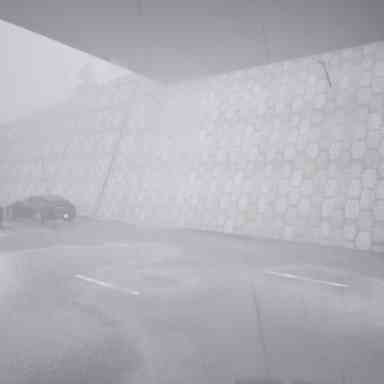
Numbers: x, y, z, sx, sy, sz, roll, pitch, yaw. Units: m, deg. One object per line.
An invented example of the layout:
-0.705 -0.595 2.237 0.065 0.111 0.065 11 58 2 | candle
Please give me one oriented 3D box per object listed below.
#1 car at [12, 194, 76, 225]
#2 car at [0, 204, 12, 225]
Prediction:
-8.498 0.905 18.654 4.892 1.490 1.837 2 1 35 | car
-11.017 0.884 16.154 4.892 1.490 1.837 2 1 35 | car
